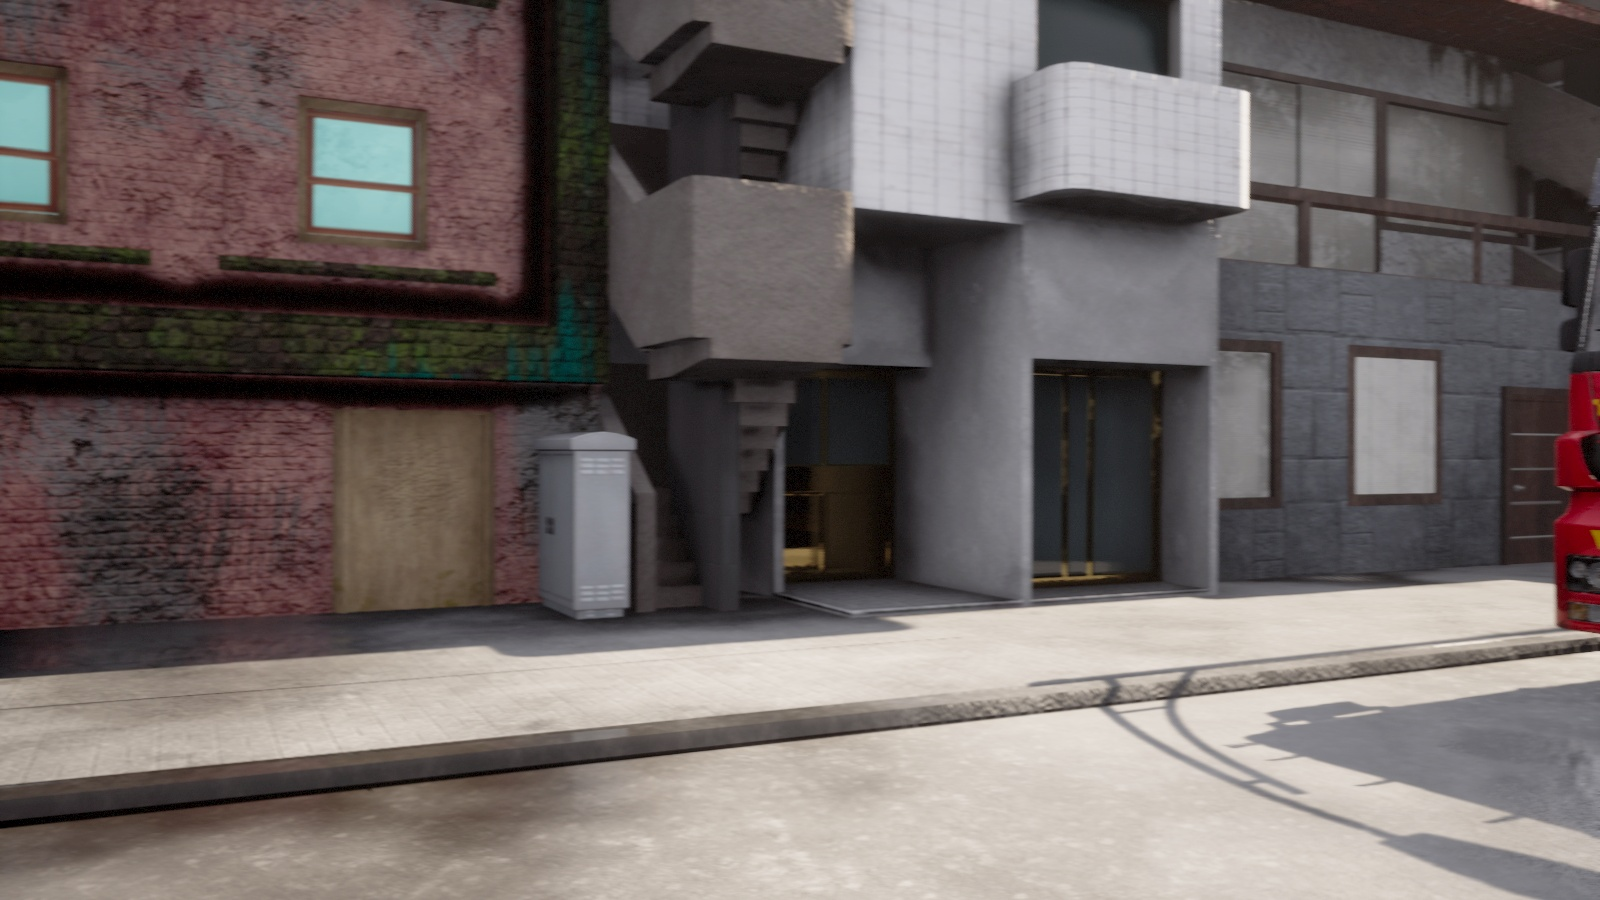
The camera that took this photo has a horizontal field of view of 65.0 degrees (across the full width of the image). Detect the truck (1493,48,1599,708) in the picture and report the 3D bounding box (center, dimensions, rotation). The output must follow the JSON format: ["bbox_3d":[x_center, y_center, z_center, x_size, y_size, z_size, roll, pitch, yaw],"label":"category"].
[{"bbox_3d":[8.776,-0.420,8.472,8.468,3.827,2.891,0,0,-27],"label":"truck"}]
